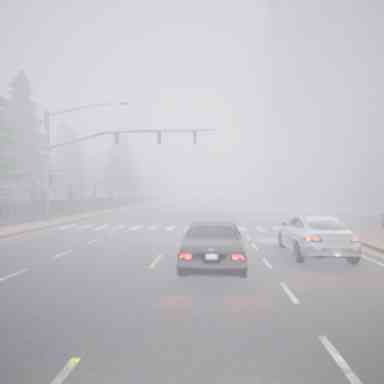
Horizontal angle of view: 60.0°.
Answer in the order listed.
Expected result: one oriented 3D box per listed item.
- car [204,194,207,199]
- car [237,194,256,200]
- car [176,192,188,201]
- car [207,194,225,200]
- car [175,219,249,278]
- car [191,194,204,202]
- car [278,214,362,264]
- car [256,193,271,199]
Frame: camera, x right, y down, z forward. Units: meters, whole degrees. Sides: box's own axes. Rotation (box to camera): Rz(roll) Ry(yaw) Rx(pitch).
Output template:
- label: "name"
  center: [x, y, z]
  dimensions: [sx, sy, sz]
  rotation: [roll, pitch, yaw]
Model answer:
- label: "car"
  center: [4.383, 1.184, 88.659]
  dimensions: [1.882, 1.535, 5.008]
  rotation: [0, 0, 33]
- label: "car"
  center: [13.973, 1.255, 88.956]
  dimensions: [4.902, 1.511, 2.128]
  rotation: [0, 0, -43]
- label: "car"
  center: [-2.144, 0.967, 73.343]
  dimensions: [2.150, 2.045, 5.566]
  rotation: [0, 0, 6]
- label: "car"
  center: [6.732, 1.247, 85.937]
  dimensions: [2.128, 1.511, 4.902]
  rotation: [0, 0, 33]
- label: "car"
  center: [0.623, 1.513, 10.048]
  dimensions: [2.033, 1.411, 5.357]
  rotation: [0, 0, 4]
- label: "car"
  center: [1.007, 1.259, 70.813]
  dimensions: [1.837, 1.490, 4.892]
  rotation: [0, 0, 6]
- label: "car"
  center: [4.241, 1.496, 11.595]
  dimensions: [1.812, 1.442, 4.674]
  rotation: [0, 0, 4]
- label: "car"
  center: [18.977, 1.284, 88.482]
  dimensions: [5.357, 1.411, 2.033]
  rotation: [0, 0, -34]
